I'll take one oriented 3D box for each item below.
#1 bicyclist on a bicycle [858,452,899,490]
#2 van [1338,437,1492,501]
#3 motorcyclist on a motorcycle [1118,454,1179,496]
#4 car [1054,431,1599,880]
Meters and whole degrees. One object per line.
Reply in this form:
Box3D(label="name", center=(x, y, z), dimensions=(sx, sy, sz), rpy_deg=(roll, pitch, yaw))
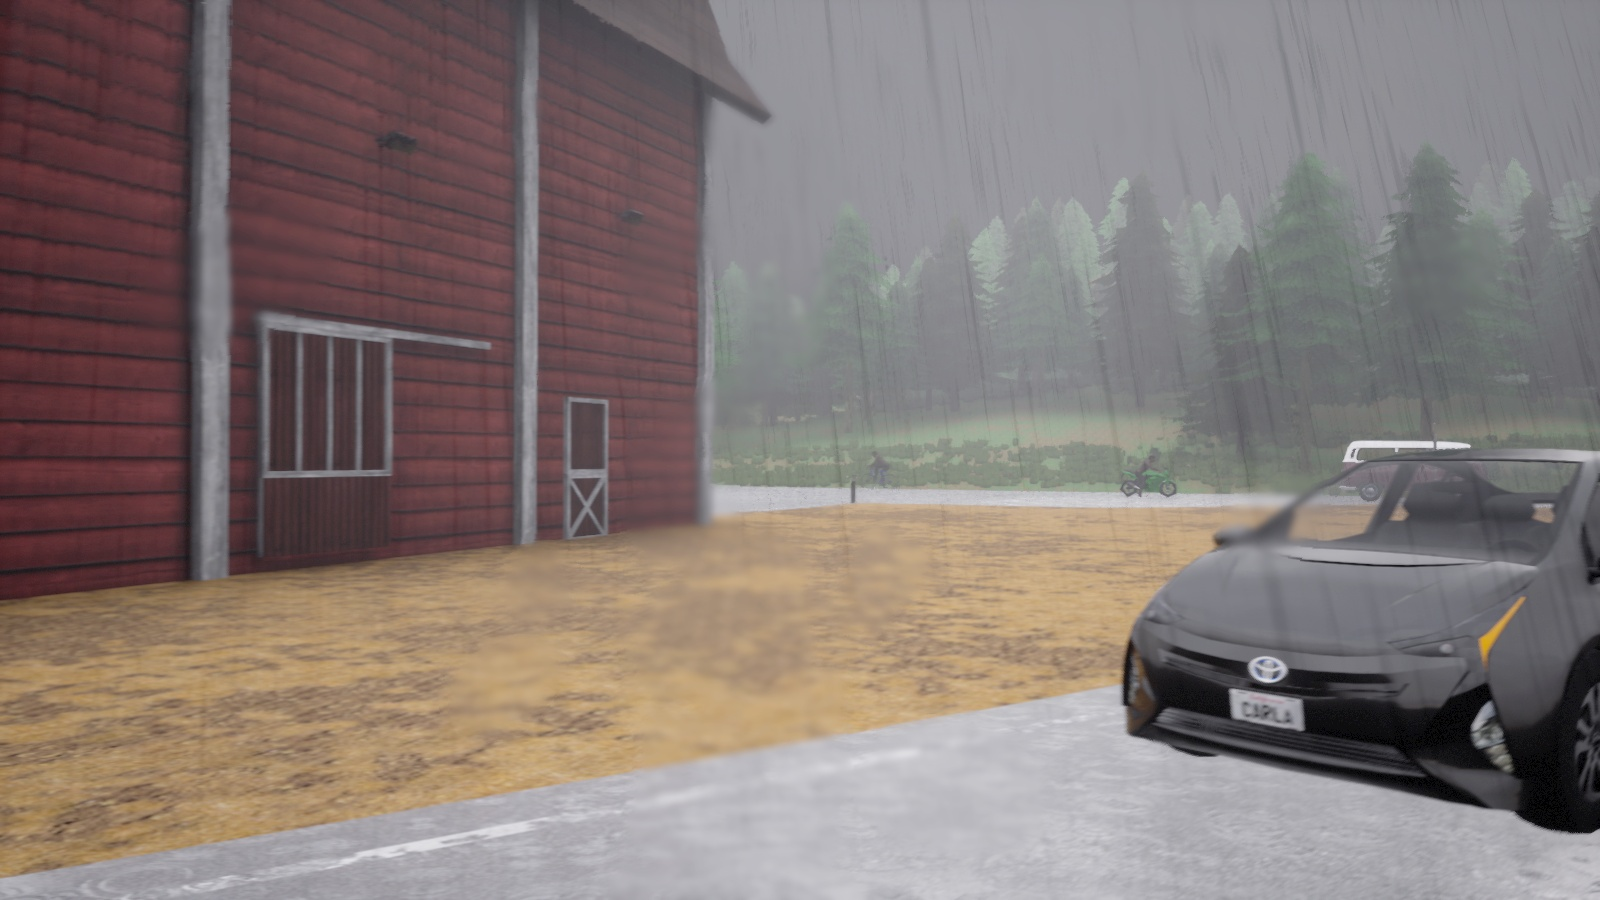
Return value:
Box3D(label="bicyclist on a bicycle", center=(3.337, 0.898, 53.587), dimensions=(1.656, 1.620, 0.582), rpy_deg=(0, 0, 25))
Box3D(label="van", center=(20.416, 0.617, 41.861), dimensions=(4.480, 2.038, 2.069), rpy_deg=(0, 0, 25))
Box3D(label="motorcyclist on a motorcycle", center=(12.606, 0.891, 45.460), dimensions=(2.044, 1.523, 0.797), rpy_deg=(0, 0, 25))
Box3D(label="car", center=(3.551, 0.701, 6.483), dimensions=(4.514, 1.525, 2.007), rpy_deg=(0, 0, -40))
